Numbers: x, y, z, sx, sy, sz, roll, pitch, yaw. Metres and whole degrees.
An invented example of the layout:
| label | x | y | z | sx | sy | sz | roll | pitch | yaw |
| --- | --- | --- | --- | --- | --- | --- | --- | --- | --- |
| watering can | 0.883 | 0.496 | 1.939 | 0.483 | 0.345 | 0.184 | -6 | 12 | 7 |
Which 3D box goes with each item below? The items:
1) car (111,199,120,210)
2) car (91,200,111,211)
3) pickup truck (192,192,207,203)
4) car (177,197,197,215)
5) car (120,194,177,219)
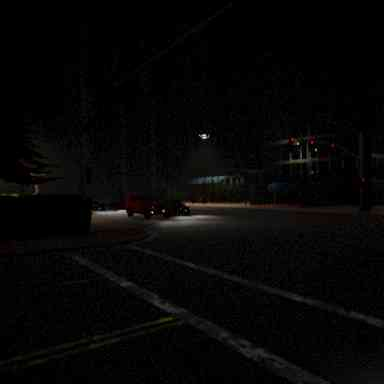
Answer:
| label | x | y | z | sx | sy | sz | roll | pitch | yaw |
| --- | --- | --- | --- | --- | --- | --- | --- | --- | --- |
| car | -9.120 | 1.532 | 42.387 | 1.994 | 1.385 | 4.181 | 0 | 0 | -36 |
| car | -11.985 | 1.576 | 40.370 | 1.895 | 1.301 | 4.718 | 0 | 0 | -36 |
| pickup truck | 1.258 | 0.991 | 62.478 | 2.390 | 2.098 | 6.274 | 0 | 0 | -6 |
| car | -1.992 | 1.473 | 32.583 | 1.837 | 1.490 | 4.892 | 0 | 0 | -36 |
| car | -3.943 | 1.197 | 29.314 | 2.150 | 2.045 | 5.566 | 0 | 0 | -36 |
